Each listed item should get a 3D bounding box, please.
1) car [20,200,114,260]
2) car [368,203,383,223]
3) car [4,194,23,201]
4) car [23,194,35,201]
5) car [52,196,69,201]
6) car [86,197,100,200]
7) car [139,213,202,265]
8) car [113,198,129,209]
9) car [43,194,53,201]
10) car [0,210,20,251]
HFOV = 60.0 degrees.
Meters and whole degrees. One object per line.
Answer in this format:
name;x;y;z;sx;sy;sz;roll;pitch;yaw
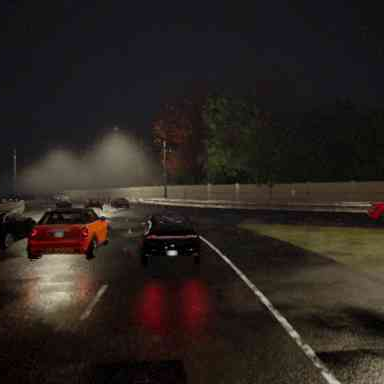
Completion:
car;-4.453;1.368;12.688;2.097;1.767;4.553;0;0;-6
car;15.321;1.164;23.043;5.566;2.045;2.150;0;0;21
car;-42.759;1.327;78.853;4.553;1.767;2.097;0;0;39
car;-40.419;1.318;81.456;4.553;1.767;2.097;0;0;39
car;-17.046;1.553;44.106;2.128;1.511;4.902;0;0;-24
car;-13.197;1.399;44.050;2.097;1.767;4.553;0;0;-24
car;-0.811;1.494;11.722;2.128;1.511;4.902;0;0;-6
car;-9.808;1.542;45.069;1.837;1.490;4.892;0;0;-24
car;-36.171;1.302;83.976;2.097;1.767;4.553;0;0;-35
car;-8.155;1.521;14.140;2.128;1.511;4.902;0;0;-8
